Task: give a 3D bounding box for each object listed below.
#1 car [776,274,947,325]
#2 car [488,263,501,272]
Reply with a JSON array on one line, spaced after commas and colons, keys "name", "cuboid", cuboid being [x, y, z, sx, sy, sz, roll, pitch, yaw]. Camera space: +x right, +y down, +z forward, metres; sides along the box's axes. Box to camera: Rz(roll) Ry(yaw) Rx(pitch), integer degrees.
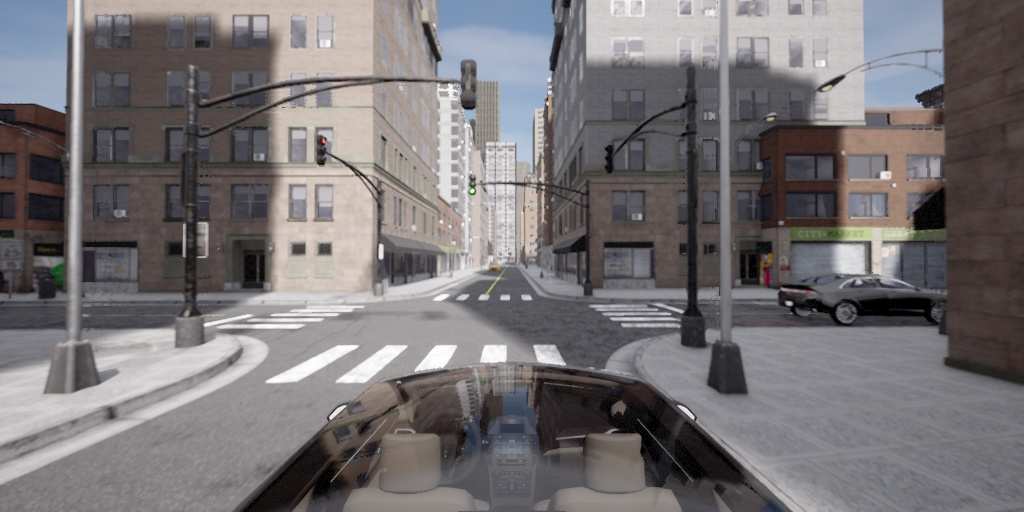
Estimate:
[{"name": "car", "cuboid": [11.431, 1.329, 11.672, 4.902, 1.511, 2.128, 0, -1, 0]}, {"name": "car", "cuboid": [-2.975, 1.923, 61.358, 1.882, 1.535, 5.008, 0, -1, 0]}]
